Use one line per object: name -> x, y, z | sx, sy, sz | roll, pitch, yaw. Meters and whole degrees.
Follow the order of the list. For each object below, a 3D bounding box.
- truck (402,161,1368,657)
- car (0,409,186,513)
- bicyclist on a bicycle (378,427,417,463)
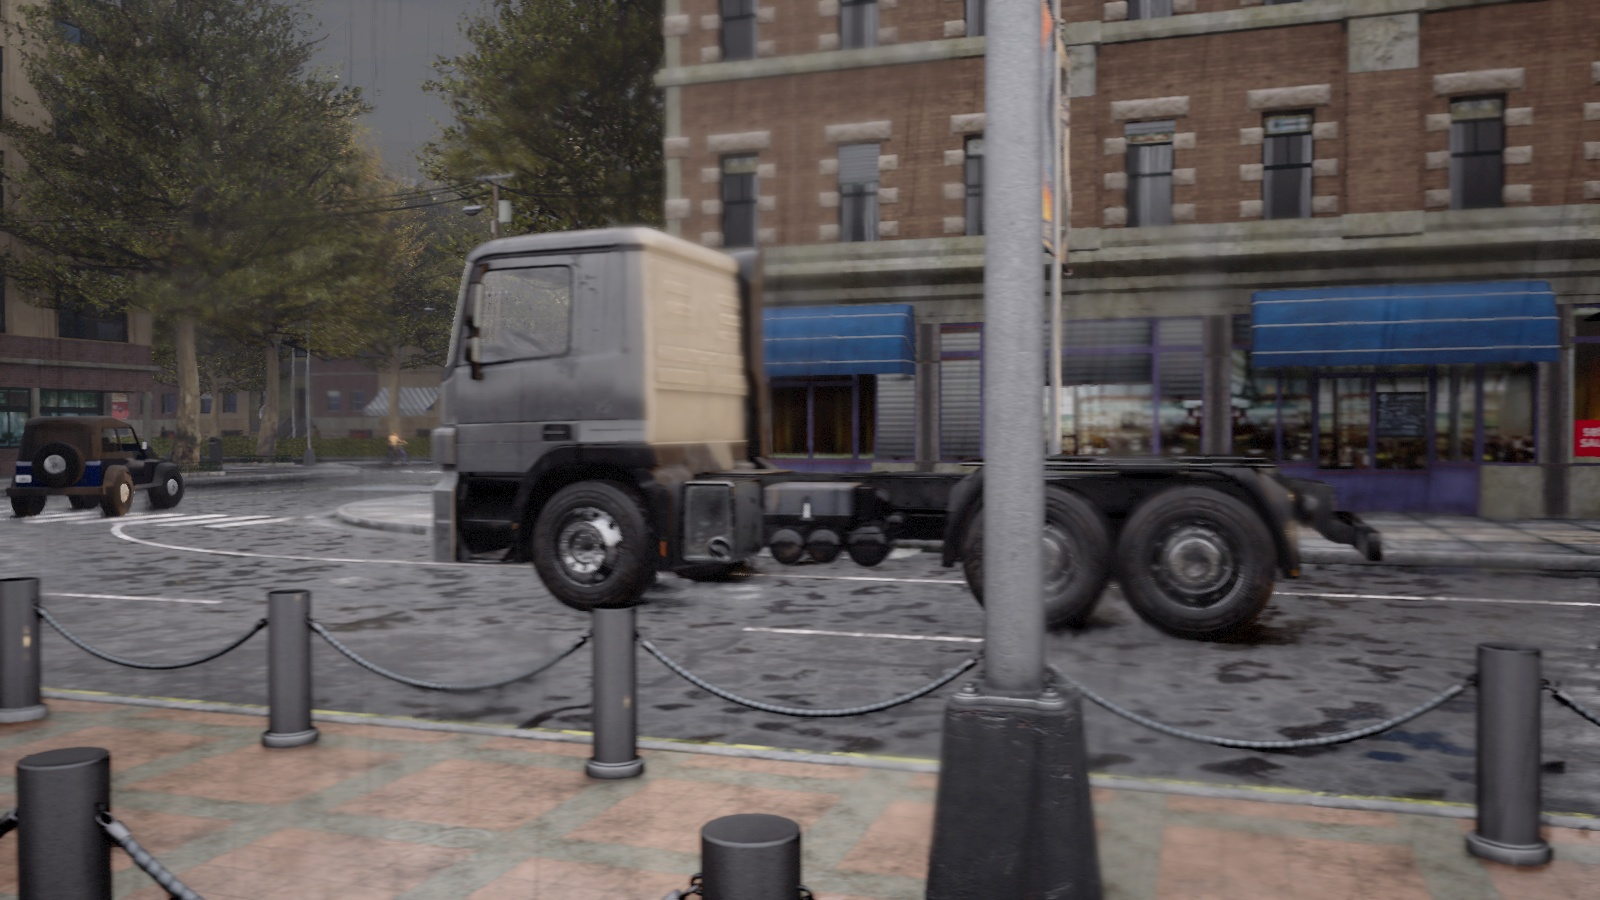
truck -> 0.645, -0.336, 11.401 | 7.936, 3.462, 2.891 | 1, 1, 19
car -> -13.816, 0.176, 24.658 | 1.905, 1.878, 3.866 | 0, 1, -5
bicyclist on a bicycle -> -18.456, -0.228, 57.575 | 1.509, 1.612, 0.866 | 1, 2, 28
